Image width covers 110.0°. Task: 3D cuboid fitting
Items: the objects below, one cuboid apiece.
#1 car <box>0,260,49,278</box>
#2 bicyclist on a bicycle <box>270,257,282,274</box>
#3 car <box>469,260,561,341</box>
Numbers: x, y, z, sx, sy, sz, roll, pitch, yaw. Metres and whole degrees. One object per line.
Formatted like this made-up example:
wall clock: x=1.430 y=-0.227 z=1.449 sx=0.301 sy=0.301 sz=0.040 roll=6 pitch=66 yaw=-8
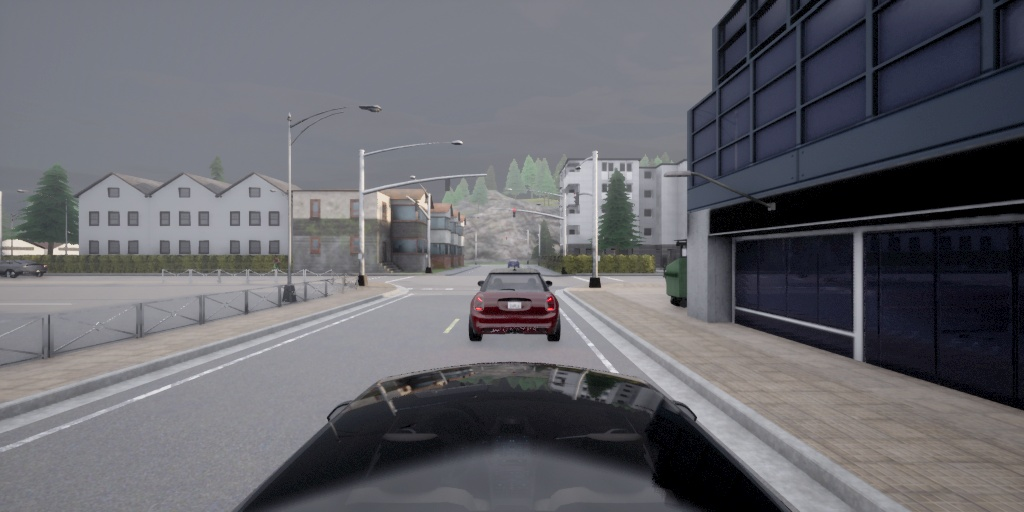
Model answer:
car: x=-42.115 y=1.065 z=30.065 sx=4.902 sy=1.511 sz=2.128 roll=0 pitch=0 yaw=0
bicyclist on a bicycle: x=-22.226 y=0.874 z=33.826 sx=0.582 sy=1.620 sz=1.656 roll=0 pitch=0 yaw=0
car: x=0.081 y=1.102 z=9.993 sx=2.097 sy=1.767 sz=4.553 roll=0 pitch=0 yaw=1
